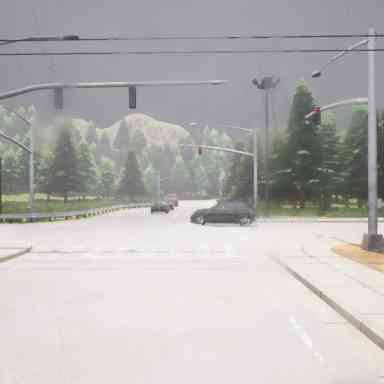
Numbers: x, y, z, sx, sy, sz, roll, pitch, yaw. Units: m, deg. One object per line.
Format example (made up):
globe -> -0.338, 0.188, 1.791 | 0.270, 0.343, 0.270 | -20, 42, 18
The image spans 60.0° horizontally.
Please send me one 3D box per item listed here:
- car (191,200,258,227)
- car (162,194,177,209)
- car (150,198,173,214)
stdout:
car -> 2.228, 1.418, 23.105 | 4.553, 1.767, 2.097 | 0, -1, 18
car -> -3.528, 1.486, 44.729 | 2.097, 1.767, 4.553 | 0, 0, 0
car -> -3.551, 1.717, 37.606 | 1.895, 1.301, 4.718 | 0, 0, 0
